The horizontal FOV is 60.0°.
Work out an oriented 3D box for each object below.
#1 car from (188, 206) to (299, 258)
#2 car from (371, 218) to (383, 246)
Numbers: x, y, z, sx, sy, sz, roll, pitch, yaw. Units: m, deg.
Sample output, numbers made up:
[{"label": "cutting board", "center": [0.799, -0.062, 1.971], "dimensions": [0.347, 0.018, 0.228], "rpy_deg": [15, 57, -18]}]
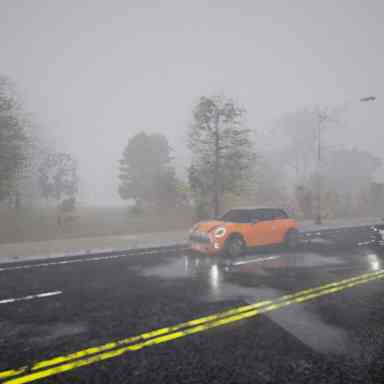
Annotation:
[{"label": "car", "center": [2.062, 1.366, 13.024], "dimensions": [4.553, 1.767, 2.097], "rpy_deg": [0, 0, -35]}, {"label": "car", "center": [9.597, 1.525, 14.238], "dimensions": [4.902, 1.511, 2.128], "rpy_deg": [0, 0, -34]}]
